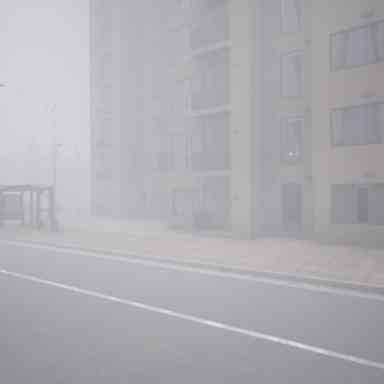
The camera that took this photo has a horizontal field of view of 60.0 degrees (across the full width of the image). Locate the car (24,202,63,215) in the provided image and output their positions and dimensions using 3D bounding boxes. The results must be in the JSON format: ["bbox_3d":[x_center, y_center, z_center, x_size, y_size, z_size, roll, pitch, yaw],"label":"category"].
[{"bbox_3d":[-17.134,1.781,37.826,2.128,1.511,4.902,-1,0,36],"label":"car"}]
